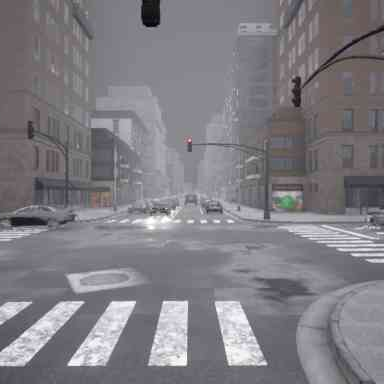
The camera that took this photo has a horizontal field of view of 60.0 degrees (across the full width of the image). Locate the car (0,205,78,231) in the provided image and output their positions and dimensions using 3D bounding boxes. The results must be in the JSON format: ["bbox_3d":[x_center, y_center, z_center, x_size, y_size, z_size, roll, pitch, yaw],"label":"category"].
[{"bbox_3d":[-9.603,1.529,20.554,4.902,1.511,2.128,0,0,0],"label":"car"}]

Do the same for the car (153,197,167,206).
[{"bbox_3d":[-5.624,1.634,58.175,2.008,1.369,4.403,0,0,0],"label":"car"}]

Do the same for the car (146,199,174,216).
[{"bbox_3d":[-3.133,1.637,33.495,1.895,1.301,4.718,0,0,0],"label":"car"}]

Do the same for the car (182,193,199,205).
[{"bbox_3d":[-0.136,1.308,58.991,2.150,2.045,5.566,0,0,0],"label":"car"}]

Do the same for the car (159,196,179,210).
[{"bbox_3d":[-3.110,1.617,43.473,1.994,1.385,4.181,0,0,1],"label":"car"}]

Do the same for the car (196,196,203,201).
[{"bbox_3d":[2.050,1.698,90.086,1.812,1.442,4.674,0,0,0],"label":"car"}]

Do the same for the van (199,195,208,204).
[{"bbox_3d":[2.421,1.453,69.182,1.690,1.788,3.998,0,0,0],"label":"van"}]

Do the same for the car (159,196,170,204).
[{"bbox_3d":[-5.604,1.552,69.197,1.967,1.590,4.097,0,0,0],"label":"car"}]

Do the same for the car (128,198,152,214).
[{"bbox_3d":[-5.665,1.480,36.132,1.967,1.590,4.097,0,0,0],"label":"car"}]

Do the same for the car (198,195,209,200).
[{"bbox_3d":[2.390,1.637,52.650,1.947,1.339,4.313,0,0,0],"label":"car"}]

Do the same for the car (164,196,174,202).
[{"bbox_3d":[-5.583,1.694,80.218,2.008,1.369,4.403,0,0,0],"label":"car"}]

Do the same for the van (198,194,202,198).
[{"bbox_3d":[2.401,1.424,58.161,1.690,1.788,3.998,0,0,0],"label":"van"}]

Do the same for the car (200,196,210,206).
[{"bbox_3d":[2.380,1.641,47.139,1.802,1.307,4.206,0,0,0],"label":"car"}]

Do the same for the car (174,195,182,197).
[{"bbox_3d":[-3.084,1.636,53.432,1.994,1.385,4.181,0,0,0],"label":"car"}]

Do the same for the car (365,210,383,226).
[{"bbox_3d":[13.382,1.442,20.628,4.902,1.511,2.128,0,0,0],"label":"car"}]

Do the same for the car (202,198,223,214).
[{"bbox_3d":[2.360,1.606,36.117,1.947,1.339,4.313,0,0,0],"label":"car"}]

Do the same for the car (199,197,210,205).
[{"bbox_3d":[2.411,1.647,63.671,2.008,1.369,4.403,0,0,0],"label":"car"}]

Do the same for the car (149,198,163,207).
[{"bbox_3d":[-5.634,1.653,52.664,1.802,1.307,4.206,0,0,0],"label":"car"}]
